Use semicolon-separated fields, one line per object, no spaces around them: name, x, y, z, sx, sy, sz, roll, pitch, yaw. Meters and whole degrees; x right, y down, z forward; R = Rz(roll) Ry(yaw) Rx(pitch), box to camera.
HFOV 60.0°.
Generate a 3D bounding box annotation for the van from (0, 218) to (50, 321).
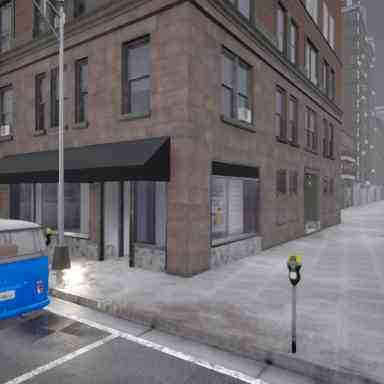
van;-4.339;1.340;6.114;3.998;1.788;1.690;0;0;35
